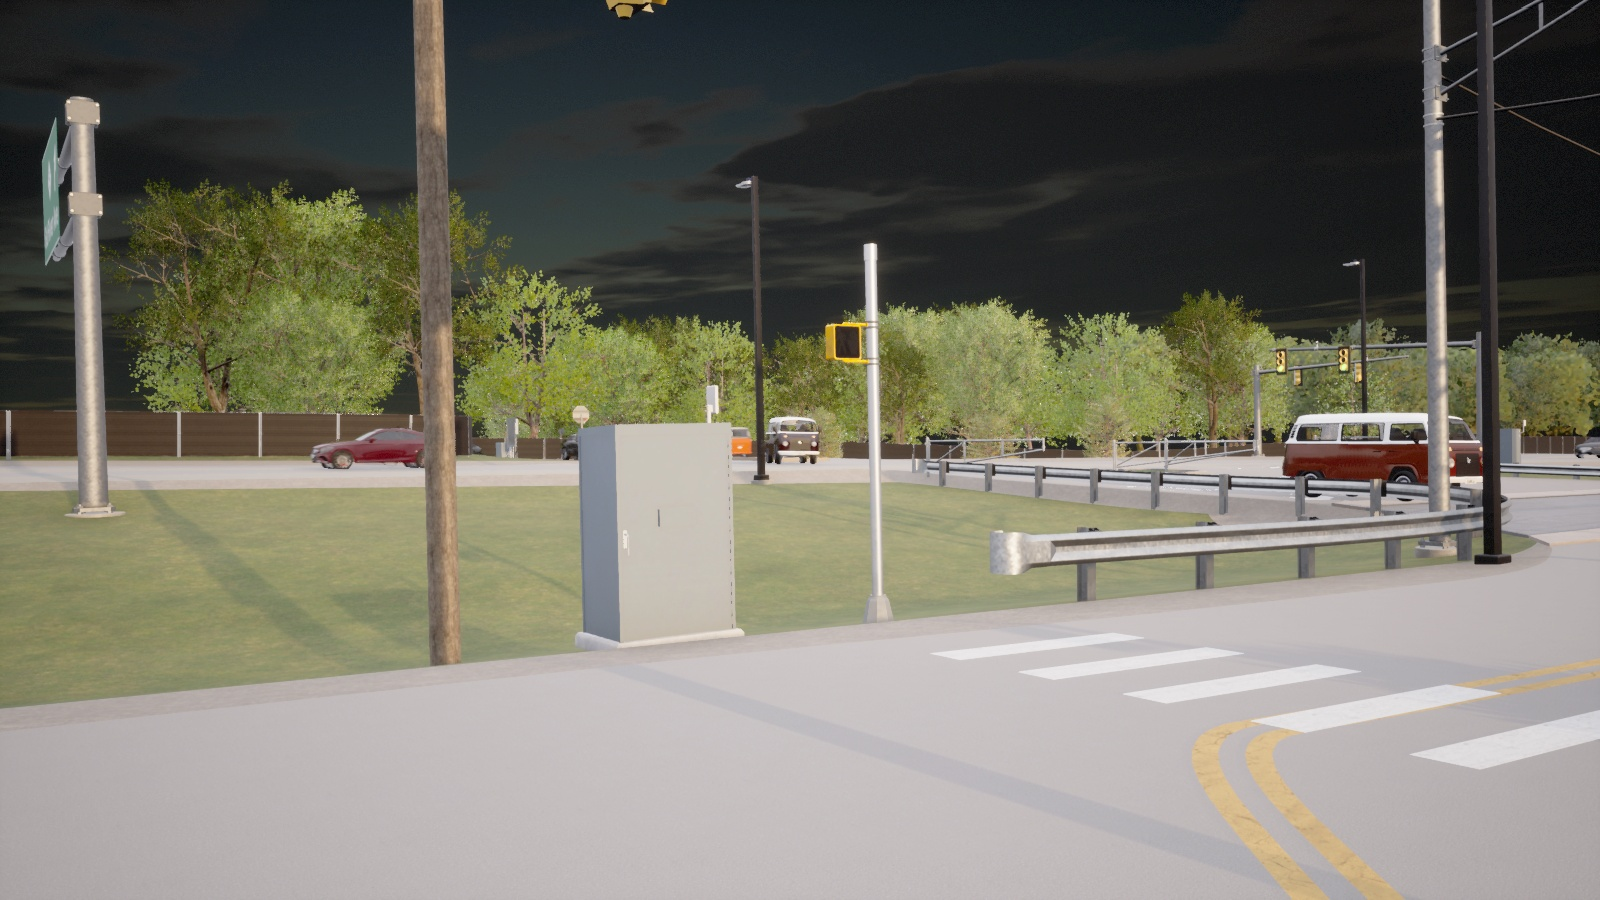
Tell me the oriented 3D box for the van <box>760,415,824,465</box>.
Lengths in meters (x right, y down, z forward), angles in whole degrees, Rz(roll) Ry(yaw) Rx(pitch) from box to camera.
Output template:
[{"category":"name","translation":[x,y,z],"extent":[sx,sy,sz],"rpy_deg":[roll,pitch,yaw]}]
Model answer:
[{"category":"van","translation":[-0.408,-0.408,53.905],"extent":[2.069,2.038,4.480],"rpy_deg":[1,0,-9]}]

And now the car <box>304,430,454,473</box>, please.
[{"category":"car","translation":[-14.715,0.021,44.022],"extent":[4.674,1.442,1.812],"rpy_deg":[-1,0,-33]}]

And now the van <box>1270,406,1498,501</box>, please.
[{"category":"van","translation":[13.654,0.076,29.632],"extent":[2.069,2.038,4.480],"rpy_deg":[0,0,-30]}]

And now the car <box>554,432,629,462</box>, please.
[{"category":"car","translation":[-11.210,-0.159,67.209],"extent":[2.128,1.511,4.902],"rpy_deg":[-1,0,-34]}]

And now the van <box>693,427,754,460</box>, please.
[{"category":"van","translation":[-4.787,-0.385,78.061],"extent":[1.775,1.987,4.442],"rpy_deg":[-2,0,-33]}]
